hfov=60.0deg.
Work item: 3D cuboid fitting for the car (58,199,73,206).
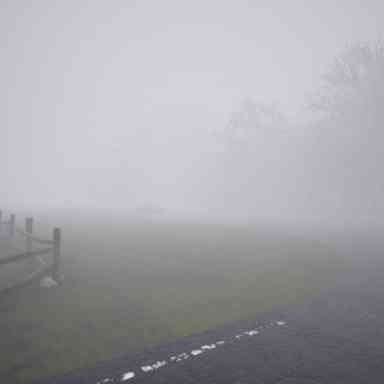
[{"bbox_3d":[-25.157,2.162,66.181,1.994,1.385,4.181,1,-1,-36],"label":"car"}]

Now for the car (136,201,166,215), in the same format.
[{"bbox_3d":[-4.710,1.807,37.757,1.812,1.442,4.674,1,-1,-36],"label":"car"}]
